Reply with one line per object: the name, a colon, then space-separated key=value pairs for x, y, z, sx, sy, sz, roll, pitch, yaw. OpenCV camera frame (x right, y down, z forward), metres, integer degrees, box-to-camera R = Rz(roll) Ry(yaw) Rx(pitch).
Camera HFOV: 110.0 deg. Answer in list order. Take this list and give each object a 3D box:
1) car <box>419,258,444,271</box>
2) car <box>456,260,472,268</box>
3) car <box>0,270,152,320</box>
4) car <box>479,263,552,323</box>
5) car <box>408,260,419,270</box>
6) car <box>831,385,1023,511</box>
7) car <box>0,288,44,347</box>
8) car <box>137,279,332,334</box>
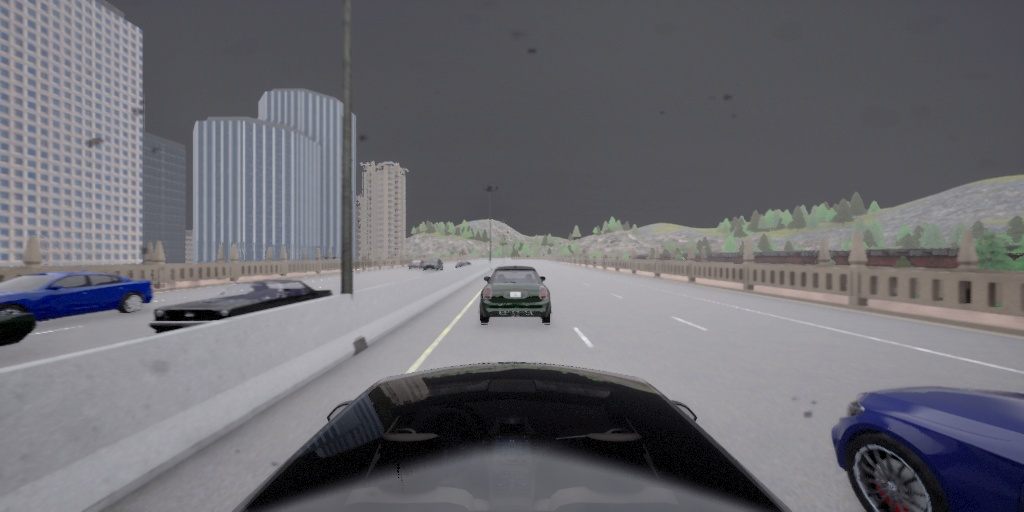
car: x=-10.579 y=1.105 z=48.253 sx=2.097 sy=1.767 sz=4.553 roll=0 pitch=0 yaw=0
car: x=-7.064 y=1.318 z=52.902 sx=1.994 sy=1.385 sz=4.181 roll=0 pitch=0 yaw=0
car: x=-14.100 y=1.229 z=11.029 sx=1.882 sy=1.535 sz=5.008 roll=0 pitch=0 yaw=0
car: x=0.100 y=1.103 z=12.197 sx=2.097 sy=1.767 sz=4.553 roll=0 pitch=0 yaw=0
car: x=-14.059 y=1.279 z=53.465 sx=1.812 sy=1.442 sz=4.674 roll=0 pitch=0 yaw=0
car: x=3.598 y=1.276 z=1.026 sx=1.812 sy=1.442 sz=4.674 roll=0 pitch=0 yaw=0
car: x=-10.600 y=1.352 z=5.000 sx=1.895 sy=1.301 sz=4.718 roll=0 pitch=0 yaw=0
car: x=-7.101 y=1.352 z=10.100 sx=1.895 sy=1.301 sz=4.718 roll=0 pitch=0 yaw=0
